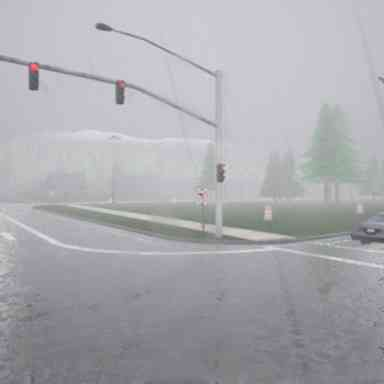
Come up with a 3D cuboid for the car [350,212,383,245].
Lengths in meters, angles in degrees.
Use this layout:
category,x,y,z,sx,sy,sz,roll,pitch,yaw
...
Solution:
category,x,y,z,sx,sy,sz,roll,pitch,yaw
car,9.050,1.559,14.498,5.357,1.411,2.033,0,0,-35
